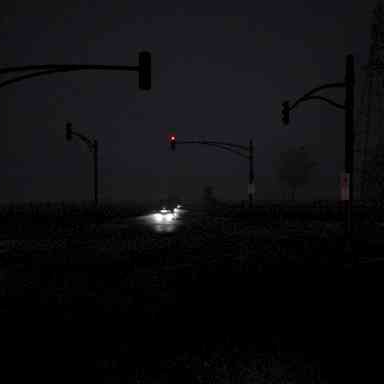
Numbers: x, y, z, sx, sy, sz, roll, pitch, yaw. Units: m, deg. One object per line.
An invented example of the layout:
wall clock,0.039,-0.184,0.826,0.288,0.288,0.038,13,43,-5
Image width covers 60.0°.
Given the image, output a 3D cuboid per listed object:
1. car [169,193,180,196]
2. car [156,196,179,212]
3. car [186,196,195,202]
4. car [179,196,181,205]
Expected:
car,-3.060,1.218,57.828,2.150,2.045,5.566,0,0,0
car,-2.961,1.486,37.661,2.128,1.511,4.902,0,0,-1
car,-0.319,1.596,76.292,1.895,1.301,4.718,0,0,0
car,-3.013,1.596,47.477,1.895,1.301,4.718,0,0,0
